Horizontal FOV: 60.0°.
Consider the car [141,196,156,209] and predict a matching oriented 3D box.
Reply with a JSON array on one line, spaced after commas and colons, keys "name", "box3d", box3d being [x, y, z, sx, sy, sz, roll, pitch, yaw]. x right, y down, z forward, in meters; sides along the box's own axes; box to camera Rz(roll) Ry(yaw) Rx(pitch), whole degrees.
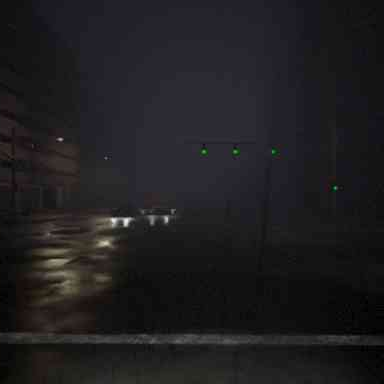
[{"name": "car", "box3d": [-7.008, 1.727, 55.002, 2.150, 2.045, 5.566, 0, -1, 0]}]

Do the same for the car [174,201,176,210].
[{"name": "car", "box3d": [-3.511, 2.035, 53.311, 2.033, 1.411, 5.357, 0, -1, 1]}]

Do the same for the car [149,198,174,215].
[{"name": "car", "box3d": [-3.565, 1.840, 39.689, 1.882, 1.535, 5.008, 0, -1, 0]}]

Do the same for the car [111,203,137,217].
[{"name": "car", "box3d": [-7.081, 1.883, 34.991, 1.994, 1.385, 4.181, 0, 0, 0]}]
